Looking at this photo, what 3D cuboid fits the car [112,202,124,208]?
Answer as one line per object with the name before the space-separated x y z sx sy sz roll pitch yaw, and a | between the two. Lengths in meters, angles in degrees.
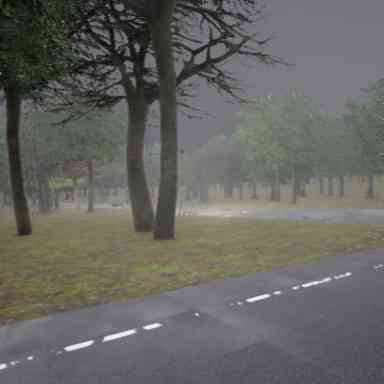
car | -20.038 3.467 90.287 1.895 1.301 4.718 -4 1 -31
